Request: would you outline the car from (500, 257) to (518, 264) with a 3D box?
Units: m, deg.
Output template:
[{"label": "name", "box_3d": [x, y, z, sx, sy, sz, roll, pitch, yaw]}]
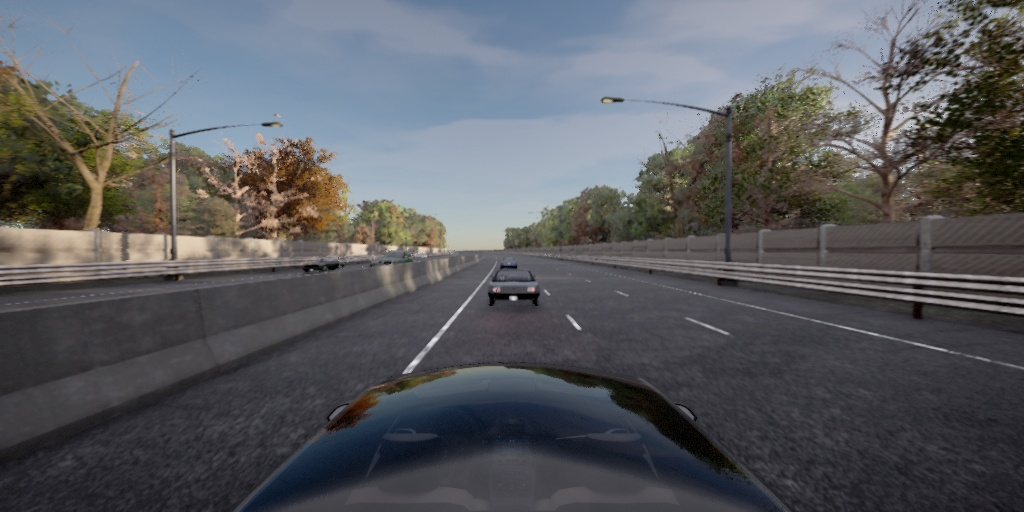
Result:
[{"label": "car", "box_3d": [-0.344, 0.749, 41.446, 1.994, 1.385, 4.181, 0, 1, -1]}]

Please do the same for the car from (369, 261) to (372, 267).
[{"label": "car", "box_3d": [-14.456, 0.714, 40.591, 1.837, 1.490, 4.892, 0, 1, -1]}]

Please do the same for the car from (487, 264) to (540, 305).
[{"label": "car", "box_3d": [0.056, 1.165, 14.754, 1.895, 1.301, 4.718, 0, 1, 0]}]

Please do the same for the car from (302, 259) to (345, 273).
[{"label": "car", "box_3d": [-17.853, 0.906, 34.096, 1.895, 1.301, 4.718, 0, 1, -1]}]

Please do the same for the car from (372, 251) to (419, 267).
[{"label": "car", "box_3d": [-10.852, 0.523, 33.854, 2.150, 2.045, 5.566, 0, 1, -1]}]
